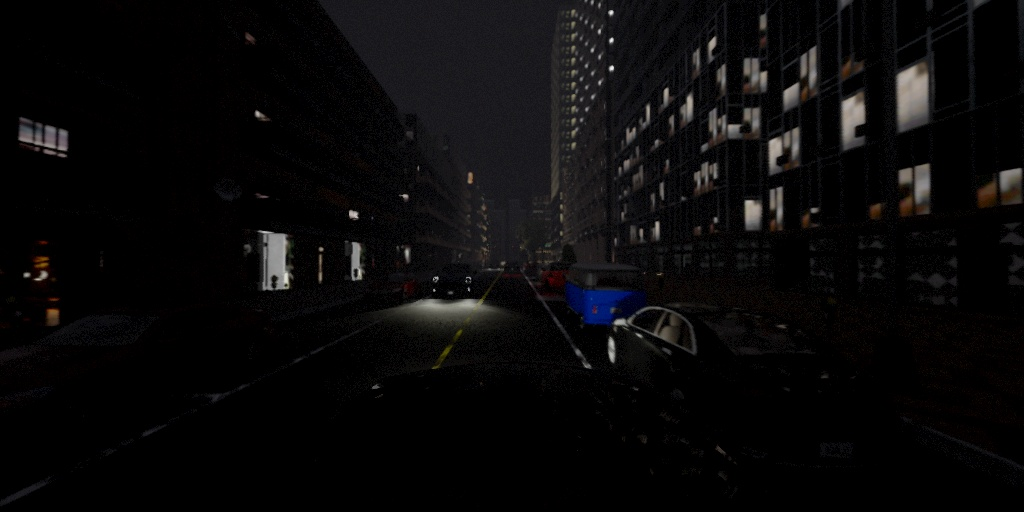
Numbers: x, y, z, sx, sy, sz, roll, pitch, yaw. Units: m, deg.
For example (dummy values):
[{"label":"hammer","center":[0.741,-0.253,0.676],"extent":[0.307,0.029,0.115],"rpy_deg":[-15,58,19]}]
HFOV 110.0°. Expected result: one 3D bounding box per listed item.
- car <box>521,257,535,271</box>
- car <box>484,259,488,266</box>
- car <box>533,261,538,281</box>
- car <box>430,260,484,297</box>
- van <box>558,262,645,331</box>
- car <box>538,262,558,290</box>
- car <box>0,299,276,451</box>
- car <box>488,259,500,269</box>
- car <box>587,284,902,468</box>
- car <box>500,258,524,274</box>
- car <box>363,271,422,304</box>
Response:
[{"label":"car","center":[2.571,1.255,50.243],"extent":[1.967,1.591,4.097],"rpy_deg":[0,0,0]},{"label":"car","center":[-5.283,1.375,56.013],"extent":[2.007,1.370,4.403],"rpy_deg":[0,0,0]},{"label":"car","center":[3.026,1.311,29.609],"extent":[1.812,1.442,4.674],"rpy_deg":[0,0,0]},{"label":"car","center":[-2.848,1.123,18.901],"extent":[2.097,1.767,4.553],"rpy_deg":[0,0,0]},{"label":"van","center":[2.567,1.102,10.677],"extent":[1.690,1.789,3.998],"rpy_deg":[0,0,0]},{"label":"car","center":[2.990,1.129,22.579],"extent":[2.097,1.767,4.553],"rpy_deg":[0,0,0]},{"label":"car","center":[-5.314,1.336,5.195],"extent":[1.802,1.307,4.207],"rpy_deg":[0,0,0]},{"label":"car","center":[-2.794,1.333,59.658],"extent":[1.837,1.490,4.892],"rpy_deg":[0,0,1]},{"label":"car","center":[2.567,1.304,5.025],"extent":[2.007,1.370,4.403],"rpy_deg":[0,0,0]},{"label":"car","center":[0.045,1.294,43.396],"extent":[2.128,1.511,4.902],"rpy_deg":[0,0,1]},{"label":"car","center":[-5.313,1.350,16.488],"extent":[1.802,1.307,4.207],"rpy_deg":[0,0,0]}]
